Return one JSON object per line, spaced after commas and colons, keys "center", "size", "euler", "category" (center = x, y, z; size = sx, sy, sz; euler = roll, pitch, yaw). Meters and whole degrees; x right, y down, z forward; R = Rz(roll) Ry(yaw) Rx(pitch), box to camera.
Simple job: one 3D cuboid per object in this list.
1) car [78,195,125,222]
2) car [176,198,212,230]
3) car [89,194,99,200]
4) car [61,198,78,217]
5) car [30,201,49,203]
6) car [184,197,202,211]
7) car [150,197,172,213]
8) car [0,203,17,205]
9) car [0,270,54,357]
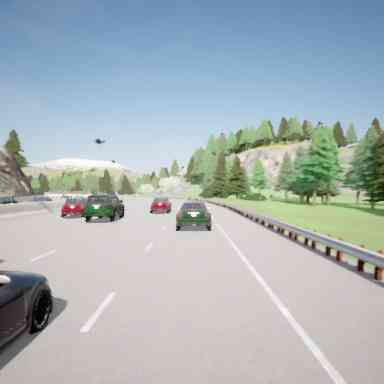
{"center": [-6.894, 1.219, 26.644], "size": [2.150, 2.045, 5.566], "euler": [0, 0, 0], "category": "car"}
{"center": [0.103, 1.350, 21.238], "size": [2.097, 1.767, 4.553], "euler": [0, 0, 0], "category": "car"}
{"center": [-25.448, 1.211, 86.116], "size": [2.033, 1.411, 5.357], "euler": [0, 0, -12], "category": "car"}
{"center": [-10.396, 1.349, 30.981], "size": [2.097, 1.767, 4.553], "euler": [0, 0, 0], "category": "car"}
{"center": [-21.127, 1.348, 46.171], "size": [2.097, 1.767, 4.553], "euler": [0, 0, 0], "category": "car"}
{"center": [0.101, 1.487, 41.982], "size": [2.128, 1.511, 4.902], "euler": [0, 0, 0], "category": "car"}
{"center": [-3.396, 1.348, 37.435], "size": [2.097, 1.767, 4.553], "euler": [0, 0, 0], "category": "car"}
{"center": [-24.600, 1.347, 42.981], "size": [2.097, 1.767, 4.553], "euler": [0, 0, 0], "category": "car"}
{"center": [-3.397, 1.564, 4.118], "size": [1.994, 1.385, 4.181], "euler": [0, 0, 0], "category": "car"}
